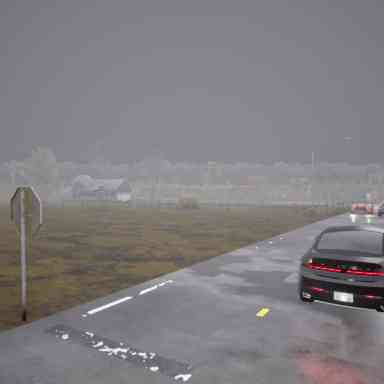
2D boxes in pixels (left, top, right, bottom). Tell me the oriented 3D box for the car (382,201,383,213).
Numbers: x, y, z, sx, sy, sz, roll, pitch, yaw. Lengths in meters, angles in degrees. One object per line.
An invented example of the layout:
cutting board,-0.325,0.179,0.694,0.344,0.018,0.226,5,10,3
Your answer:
car,25.428,1.896,42.540,1.812,1.442,4.674,0,-1,32

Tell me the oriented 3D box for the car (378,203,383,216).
car,20.272,1.796,34.106,1.994,1.385,4.181,0,-1,32

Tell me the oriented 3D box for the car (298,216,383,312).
car,3.812,1.517,7.633,1.837,1.490,4.892,0,0,32

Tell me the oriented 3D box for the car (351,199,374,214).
car,20.031,1.644,39.049,2.097,1.767,4.553,0,-1,32
